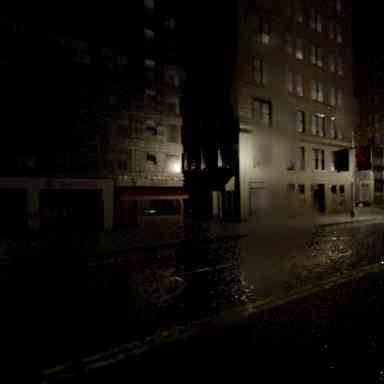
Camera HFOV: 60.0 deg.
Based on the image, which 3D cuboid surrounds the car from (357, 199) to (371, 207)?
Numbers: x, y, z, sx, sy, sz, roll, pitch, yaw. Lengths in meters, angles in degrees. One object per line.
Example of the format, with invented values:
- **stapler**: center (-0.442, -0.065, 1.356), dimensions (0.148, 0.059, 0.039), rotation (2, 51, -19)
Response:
- **car**: center (25.839, 1.706, 52.442), dimensions (1.947, 1.339, 4.313), rotation (0, -1, -38)
